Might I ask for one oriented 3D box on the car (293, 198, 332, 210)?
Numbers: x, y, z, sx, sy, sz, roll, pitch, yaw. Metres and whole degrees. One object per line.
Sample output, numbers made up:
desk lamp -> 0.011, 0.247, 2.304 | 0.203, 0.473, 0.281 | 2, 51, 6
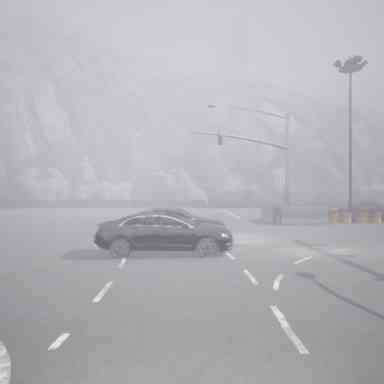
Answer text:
car -> 15.299, 1.462, 41.041 | 5.357, 1.411, 2.033 | 0, 0, -3

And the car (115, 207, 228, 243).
car -> -0.923, 1.474, 15.467 | 4.892, 1.490, 1.837 | 0, 0, -3

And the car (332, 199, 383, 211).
car -> 15.590, 1.501, 30.541 | 4.181, 1.385, 1.994 | 0, 0, -3

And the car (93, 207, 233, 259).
car -> -1.014, 1.468, 11.958 | 4.902, 1.511, 2.128 | 0, 0, -3
